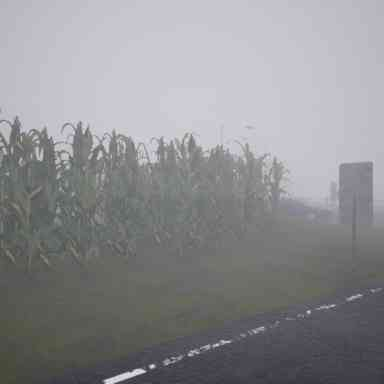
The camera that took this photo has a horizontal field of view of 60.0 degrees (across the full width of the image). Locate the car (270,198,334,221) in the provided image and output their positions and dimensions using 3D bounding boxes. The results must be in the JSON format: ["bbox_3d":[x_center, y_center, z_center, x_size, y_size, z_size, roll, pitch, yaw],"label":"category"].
[{"bbox_3d":[8.267,1.275,25.339,1.882,1.535,5.008,1,0,-36],"label":"car"}]

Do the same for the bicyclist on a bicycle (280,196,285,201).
[{"bbox_3d":[9.327,1.246,34.080,1.656,1.620,0.582,-1,1,-36],"label":"bicyclist on a bicycle"}]
